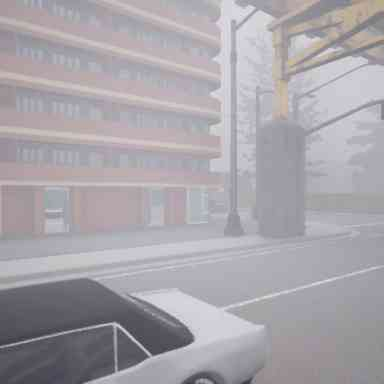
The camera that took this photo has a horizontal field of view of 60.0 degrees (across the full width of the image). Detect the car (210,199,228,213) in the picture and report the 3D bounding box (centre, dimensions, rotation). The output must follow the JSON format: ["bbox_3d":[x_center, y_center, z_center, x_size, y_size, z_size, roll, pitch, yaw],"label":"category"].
[{"bbox_3d":[1.972,1.526,36.878,1.812,1.442,4.674,0,0,-35],"label":"car"}]

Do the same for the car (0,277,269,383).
[{"bbox_3d":[-1.603,1.601,2.849,4.718,1.301,1.895,0,0,-35],"label":"car"}]

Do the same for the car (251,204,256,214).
[{"bbox_3d":[7.367,1.478,29.208,1.882,1.535,5.008,0,0,-35],"label":"car"}]
